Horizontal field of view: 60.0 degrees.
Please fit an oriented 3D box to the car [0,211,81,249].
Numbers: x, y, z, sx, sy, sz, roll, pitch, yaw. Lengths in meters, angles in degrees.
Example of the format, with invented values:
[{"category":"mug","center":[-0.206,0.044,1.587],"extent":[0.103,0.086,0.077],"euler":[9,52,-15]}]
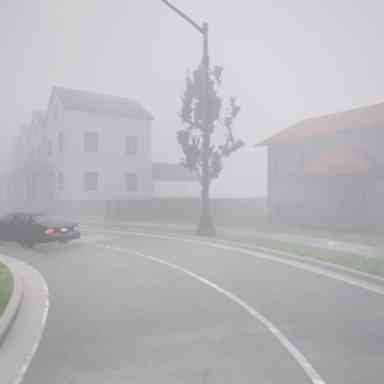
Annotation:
[{"category":"car","center":[-7.273,1.566,14.650],"extent":[5.357,1.411,2.033],"euler":[0,0,32]}]
